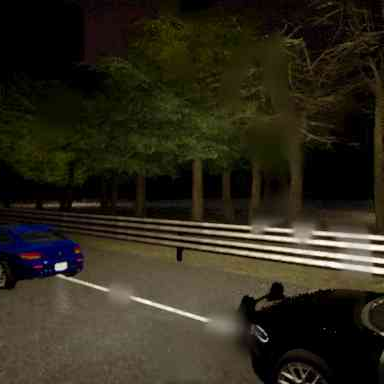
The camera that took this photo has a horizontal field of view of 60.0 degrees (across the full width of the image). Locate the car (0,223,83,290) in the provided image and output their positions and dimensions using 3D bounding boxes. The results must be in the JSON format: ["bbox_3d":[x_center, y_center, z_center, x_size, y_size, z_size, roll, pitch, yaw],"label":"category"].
[{"bbox_3d":[-4.863,1.588,9.286,4.674,1.442,1.812,0,-1,39],"label":"car"}]

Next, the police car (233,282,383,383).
[{"bbox_3d":[2.830,1.480,2.999,5.238,1.638,1.930,0,-1,39],"label":"police car"}]
